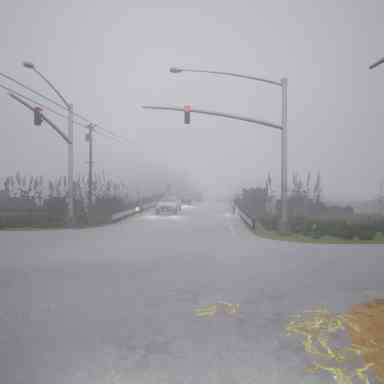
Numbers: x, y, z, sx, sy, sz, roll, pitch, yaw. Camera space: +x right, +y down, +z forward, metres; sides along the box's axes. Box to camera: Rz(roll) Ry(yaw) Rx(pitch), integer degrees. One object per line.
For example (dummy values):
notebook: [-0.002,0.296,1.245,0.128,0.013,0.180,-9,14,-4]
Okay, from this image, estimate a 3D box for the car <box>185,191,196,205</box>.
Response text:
car: [-1.073,0.874,40.758,1.994,1.385,4.181,0,1,6]

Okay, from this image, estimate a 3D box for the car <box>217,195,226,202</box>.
car: [6.064,1.358,68.437,1.882,1.535,5.008,0,-1,6]

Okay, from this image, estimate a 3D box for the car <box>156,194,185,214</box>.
car: [-2.097,1.149,30.796,1.812,1.442,4.674,0,3,5]

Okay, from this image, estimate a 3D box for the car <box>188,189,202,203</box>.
car: [0.258,0.570,51.247,2.150,2.045,5.566,0,-1,8]
